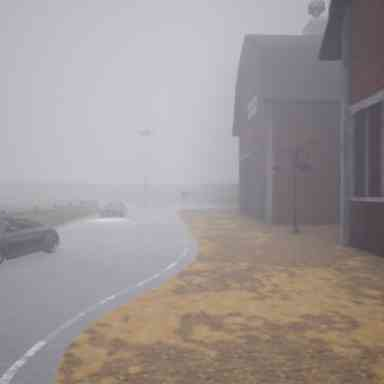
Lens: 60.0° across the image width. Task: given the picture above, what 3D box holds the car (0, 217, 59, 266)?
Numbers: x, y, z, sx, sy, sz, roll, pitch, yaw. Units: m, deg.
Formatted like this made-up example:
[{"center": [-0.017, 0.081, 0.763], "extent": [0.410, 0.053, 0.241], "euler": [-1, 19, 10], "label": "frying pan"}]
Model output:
[{"center": [-6.378, 1.560, 11.112], "extent": [1.994, 1.385, 4.181], "euler": [0, 0, 14], "label": "car"}]

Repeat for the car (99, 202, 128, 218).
[{"center": [-6.829, 1.538, 29.194], "extent": [1.994, 1.385, 4.181], "euler": [0, 0, -4], "label": "car"}]
